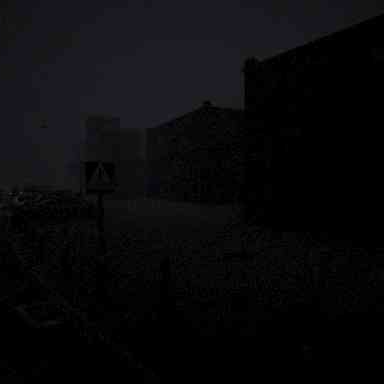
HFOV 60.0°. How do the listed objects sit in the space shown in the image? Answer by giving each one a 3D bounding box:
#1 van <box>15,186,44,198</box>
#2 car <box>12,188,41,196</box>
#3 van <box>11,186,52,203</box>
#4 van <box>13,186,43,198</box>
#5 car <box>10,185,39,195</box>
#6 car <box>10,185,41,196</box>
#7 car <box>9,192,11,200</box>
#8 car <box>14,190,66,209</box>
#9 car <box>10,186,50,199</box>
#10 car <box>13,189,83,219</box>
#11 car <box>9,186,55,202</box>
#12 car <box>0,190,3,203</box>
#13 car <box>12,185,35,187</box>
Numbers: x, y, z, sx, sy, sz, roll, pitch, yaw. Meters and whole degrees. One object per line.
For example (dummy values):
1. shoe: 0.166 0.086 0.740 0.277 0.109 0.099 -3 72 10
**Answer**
1. van: -28.364 -0.055 57.899 4.442 1.987 1.878 -1 2 -28
2. car: -32.433 0.004 65.180 4.892 1.521 2.231 -1 1 -28
3. van: -12.785 0.700 28.560 4.442 1.987 1.878 -1 2 -28
4. van: -27.250 0.006 55.345 4.442 1.987 1.878 -1 2 -28
5. car: -37.733 -0.459 74.943 5.566 2.045 2.435 -1 1 -28
6. car: -33.774 -0.303 67.610 5.566 2.045 2.435 -1 1 -28
7. car: -16.649 0.734 35.954 5.008 1.535 2.097 -1 2 -28
8. car: -15.237 0.676 33.414 4.553 1.767 2.185 -1 2 -28
9. car: -25.802 0.039 52.967 5.566 2.045 2.435 -1 2 -28
10. car: -11.273 0.855 26.074 4.553 1.767 2.185 -1 1 -28
11. car: -21.951 0.224 45.716 5.566 2.045 2.435 -1 2 -28
12. car: -24.900 0.330 41.370 2.150 2.045 5.566 -1 2 -28
13. car: -19.199 0.355 40.743 5.566 2.045 2.435 -1 2 -28
